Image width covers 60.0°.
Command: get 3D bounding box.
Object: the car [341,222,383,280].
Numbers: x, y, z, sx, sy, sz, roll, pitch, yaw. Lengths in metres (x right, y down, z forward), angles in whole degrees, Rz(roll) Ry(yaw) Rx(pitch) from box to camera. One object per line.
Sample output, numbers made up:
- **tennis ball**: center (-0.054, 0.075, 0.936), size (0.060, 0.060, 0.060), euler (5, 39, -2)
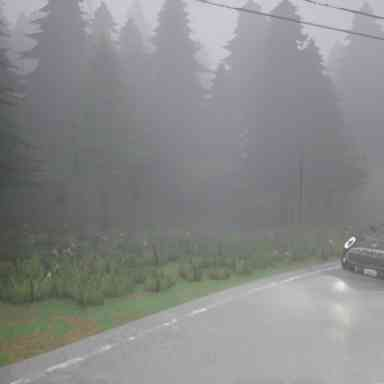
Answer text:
- **car**: center (6.306, 1.386, 9.314), size (4.553, 1.767, 2.097), euler (0, 0, -31)
